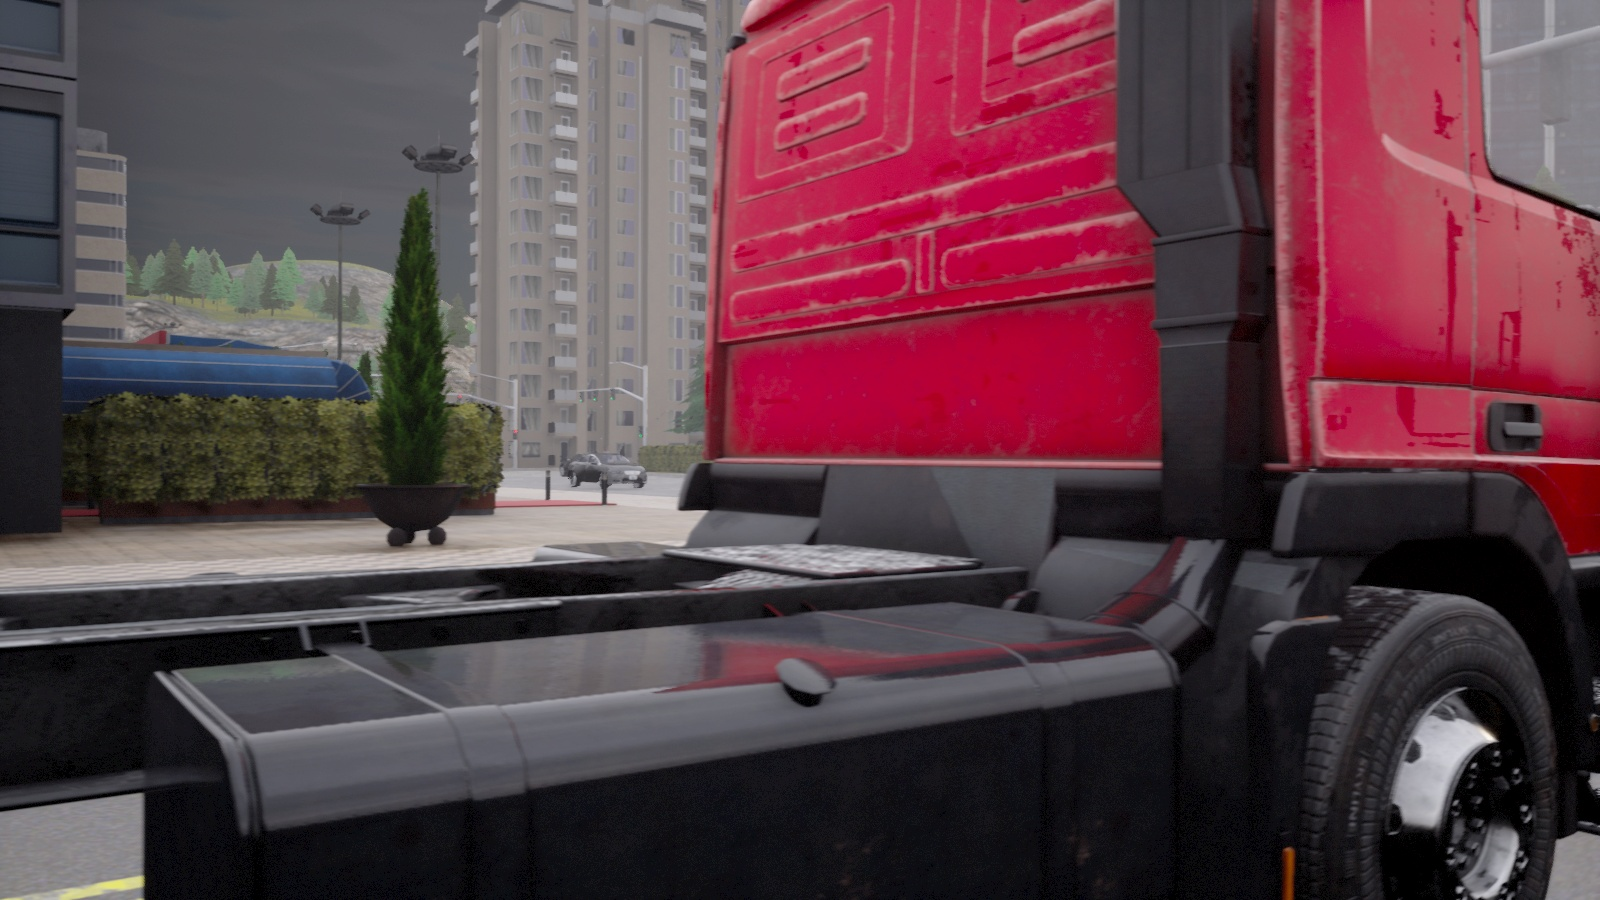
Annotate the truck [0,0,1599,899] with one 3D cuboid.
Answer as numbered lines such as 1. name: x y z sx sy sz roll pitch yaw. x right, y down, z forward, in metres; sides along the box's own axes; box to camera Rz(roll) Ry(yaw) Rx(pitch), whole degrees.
1. truck: -1.061 -0.227 2.924 7.936 3.462 2.891 0 0 -35

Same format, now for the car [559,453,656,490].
1. car: -8.285 0.876 53.614 2.128 1.511 4.902 0 0 -35

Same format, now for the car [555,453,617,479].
1. car: -13.537 0.983 79.270 1.882 1.535 5.008 0 0 -35
